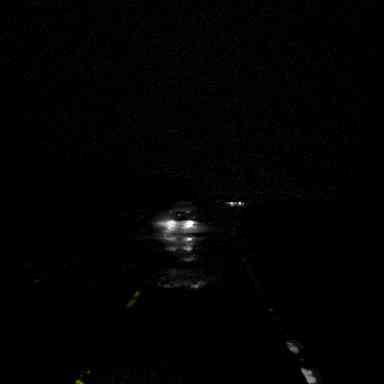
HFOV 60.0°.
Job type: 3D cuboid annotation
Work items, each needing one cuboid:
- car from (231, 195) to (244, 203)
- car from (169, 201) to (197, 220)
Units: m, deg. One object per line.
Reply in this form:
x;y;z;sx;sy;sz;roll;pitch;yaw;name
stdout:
9.241;1.417;67.350;1.812;1.442;4.674;0;1;20;car
-0.648;1.511;27.978;1.812;1.442;4.674;0;0;9;car
